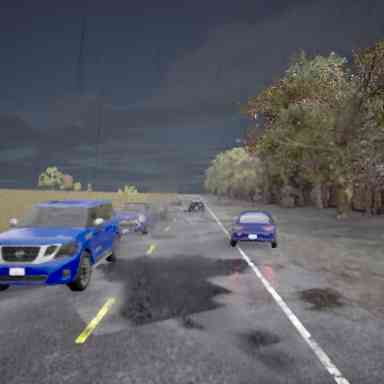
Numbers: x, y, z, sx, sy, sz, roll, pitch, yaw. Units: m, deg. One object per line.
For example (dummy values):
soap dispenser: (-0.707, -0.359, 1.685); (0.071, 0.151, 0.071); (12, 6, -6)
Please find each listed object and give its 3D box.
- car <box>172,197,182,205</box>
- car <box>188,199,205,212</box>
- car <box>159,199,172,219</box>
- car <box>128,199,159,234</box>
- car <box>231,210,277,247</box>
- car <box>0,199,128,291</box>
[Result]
car: (-2.831, 1.635, 60.128); (1.837, 1.490, 4.892); (0, 0, 1)
car: (0.569, 1.596, 41.201); (1.837, 1.490, 4.892); (0, 0, 1)
car: (-3.260, 1.421, 29.413); (2.097, 1.767, 4.553); (0, 0, 1)
car: (-3.379, 1.400, 19.407); (2.097, 1.767, 4.553); (0, 0, 1)
car: (2.851, 1.561, 15.156); (1.812, 1.442, 4.674); (0, 0, 12)
car: (-3.507, 1.247, 9.403); (2.150, 2.045, 5.566); (0, 0, 0)
